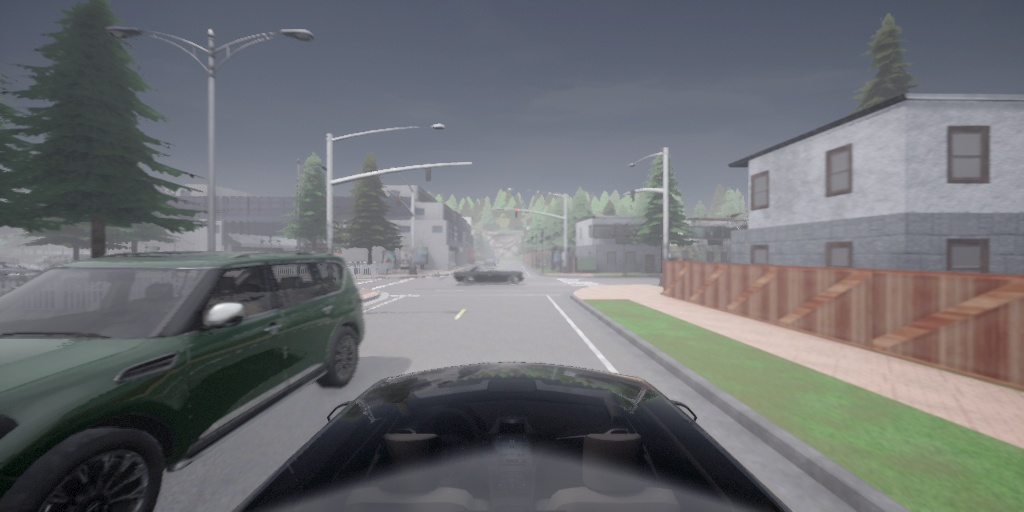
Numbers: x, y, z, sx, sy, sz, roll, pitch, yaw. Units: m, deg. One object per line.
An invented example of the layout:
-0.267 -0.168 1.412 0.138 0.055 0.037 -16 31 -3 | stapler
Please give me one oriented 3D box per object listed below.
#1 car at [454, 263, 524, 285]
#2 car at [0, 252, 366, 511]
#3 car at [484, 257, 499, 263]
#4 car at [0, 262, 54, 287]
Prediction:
-1.518 1.297 24.391 4.718 1.301 1.895 0 0 -4 | car
-3.585 0.964 3.941 2.150 2.045 5.566 0 0 0 | car
-3.570 1.117 59.584 1.812 1.442 4.674 0 0 1 | car
-33.616 1.138 23.301 4.902 1.511 2.128 0 0 -2 | car
